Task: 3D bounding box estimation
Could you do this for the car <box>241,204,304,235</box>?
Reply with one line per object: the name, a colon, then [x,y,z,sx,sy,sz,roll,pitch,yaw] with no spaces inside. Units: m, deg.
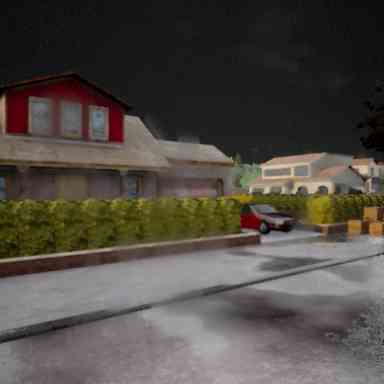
car: [3.249,1.333,17.716,2.033,1.415,5.357,0,0,-33]
